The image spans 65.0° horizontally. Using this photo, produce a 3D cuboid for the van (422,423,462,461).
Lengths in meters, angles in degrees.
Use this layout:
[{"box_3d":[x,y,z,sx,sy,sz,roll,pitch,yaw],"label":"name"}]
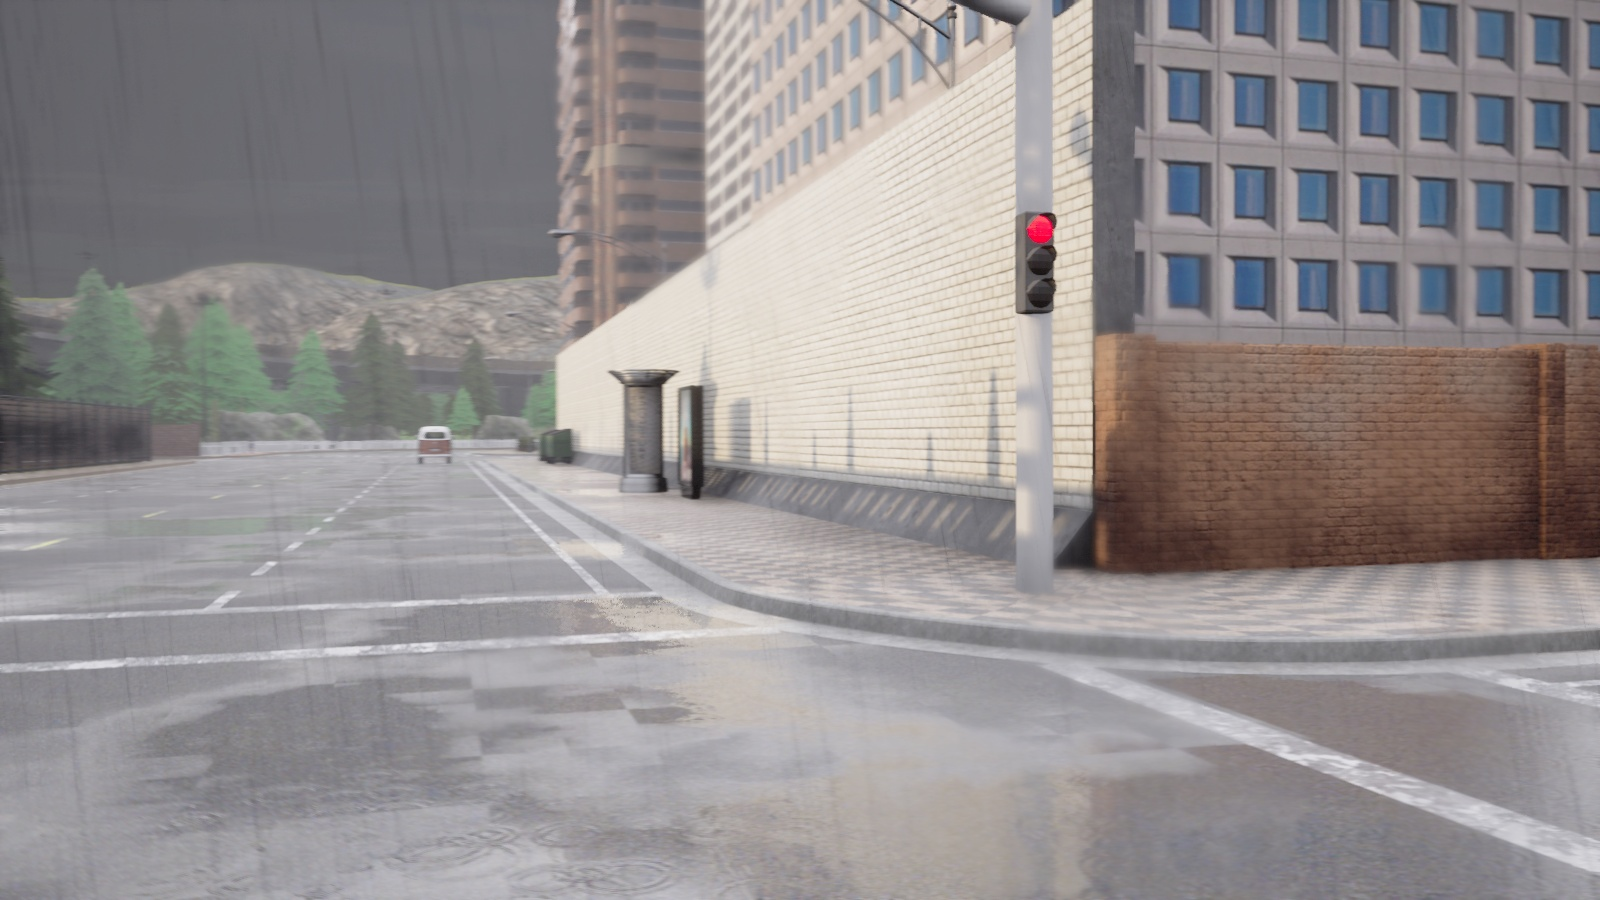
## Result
[{"box_3d":[-19.933,-0.436,69.905,2.069,2.038,4.480,0,1,-16],"label":"van"}]
